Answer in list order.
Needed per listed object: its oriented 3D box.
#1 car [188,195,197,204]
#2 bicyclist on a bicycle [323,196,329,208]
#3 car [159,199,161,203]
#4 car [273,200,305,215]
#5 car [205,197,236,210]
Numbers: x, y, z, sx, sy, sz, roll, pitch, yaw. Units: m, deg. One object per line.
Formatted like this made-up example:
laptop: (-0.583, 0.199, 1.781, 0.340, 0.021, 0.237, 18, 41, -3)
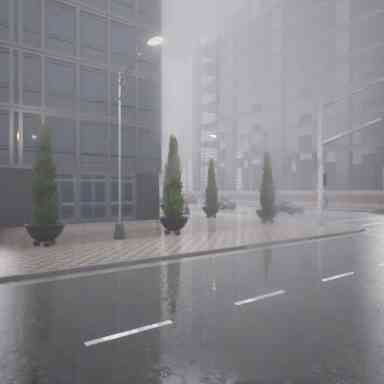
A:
car: (-1.034, 1.402, 61.981, 2.097, 1.767, 4.553, 0, 0, -36)
bicyclist on a bicycle: (17.829, 1.350, 44.370, 1.656, 1.620, 0.582, 0, 0, -36)
car: (-6.341, 1.555, 69.146, 1.837, 1.490, 4.892, 0, 0, -36)
car: (9.685, 1.577, 35.241, 1.812, 1.442, 4.674, 0, 0, -36)
car: (3.685, 1.403, 43.420, 2.097, 1.767, 4.553, 0, 0, -36)
